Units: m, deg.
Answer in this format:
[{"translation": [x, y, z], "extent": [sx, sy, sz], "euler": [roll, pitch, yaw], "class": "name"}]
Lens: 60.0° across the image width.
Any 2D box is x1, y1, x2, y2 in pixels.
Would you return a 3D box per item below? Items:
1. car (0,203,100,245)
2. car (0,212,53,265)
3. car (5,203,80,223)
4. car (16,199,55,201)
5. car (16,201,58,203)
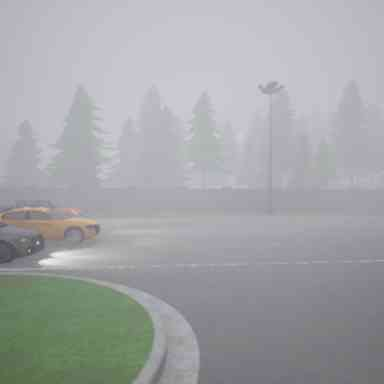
[{"translation": [-6.574, 1.415, 14.449], "extent": [5.008, 1.535, 1.882], "euler": [0, 0, -7], "class": "car"}, {"translation": [-7.116, 1.510, 10.860], "extent": [4.181, 1.385, 1.994], "euler": [0, 0, -7], "class": "car"}, {"translation": [-10.888, 1.496, 24.509], "extent": [4.718, 1.301, 1.895], "euler": [0, 0, -7], "class": "car"}, {"translation": [-9.225, 1.261, 21.182], "extent": [4.553, 1.767, 2.097], "euler": [0, 0, -7], "class": "car"}, {"translation": [-8.592, 1.413, 17.732], "extent": [4.902, 1.511, 2.128], "euler": [0, 0, -7], "class": "car"}]
